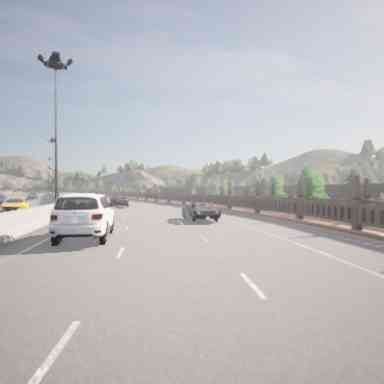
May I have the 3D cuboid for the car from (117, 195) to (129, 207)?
[{"bbox_3d":[-9.301,1.118,42.097,2.128,1.511,4.902,0,0,-23],"label":"car"}]

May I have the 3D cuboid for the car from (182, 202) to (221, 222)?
[{"bbox_3d":[0.543,1.378,24.004,1.895,1.301,4.718,0,1,-13],"label":"car"}]

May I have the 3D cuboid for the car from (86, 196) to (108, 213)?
[{"bbox_3d":[-9.782,1.208,33.946,1.837,1.490,4.892,0,0,-20],"label":"car"}]

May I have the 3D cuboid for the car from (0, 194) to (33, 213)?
[{"bbox_3d":[-16.268,1.221,30.821,1.882,1.535,5.008,0,1,-20],"label":"car"}]

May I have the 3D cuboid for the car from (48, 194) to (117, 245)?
[{"bbox_3d":[-4.782,1.090,15.008,2.150,2.045,5.566,0,1,-9],"label":"car"}]

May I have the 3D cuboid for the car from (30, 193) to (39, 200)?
[{"bbox_3d":[-32.492,0.947,68.031,1.812,1.442,4.674,0,1,-24],"label":"car"}]
